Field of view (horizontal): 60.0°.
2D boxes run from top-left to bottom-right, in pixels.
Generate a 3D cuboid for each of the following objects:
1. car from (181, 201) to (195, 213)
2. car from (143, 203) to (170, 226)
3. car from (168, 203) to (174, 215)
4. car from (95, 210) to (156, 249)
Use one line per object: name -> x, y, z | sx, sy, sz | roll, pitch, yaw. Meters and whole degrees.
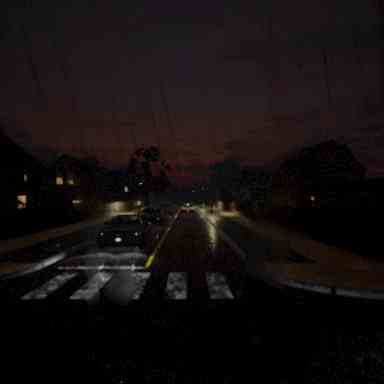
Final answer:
car -> -0.585, 2.256, 46.543 | 1.895, 1.301, 4.718 | 0, -1, -1
car -> -3.140, 1.878, 26.601 | 2.033, 1.411, 5.357 | 0, -1, -1
car -> -3.330, 2.084, 41.117 | 1.812, 1.442, 4.674 | 0, -1, -1
car -> -2.981, 1.744, 15.260 | 1.994, 1.385, 4.181 | 0, -1, -1
